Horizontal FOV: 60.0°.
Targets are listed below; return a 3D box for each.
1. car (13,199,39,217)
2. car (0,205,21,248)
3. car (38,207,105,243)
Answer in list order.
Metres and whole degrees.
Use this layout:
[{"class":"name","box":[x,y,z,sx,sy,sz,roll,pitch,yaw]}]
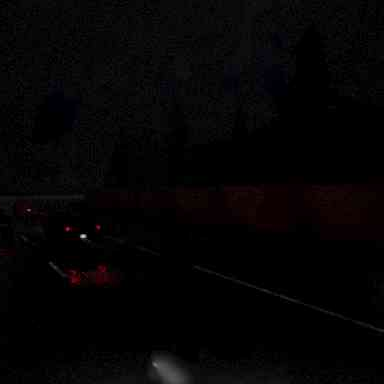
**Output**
[{"class":"car","box":[-15.162,1.413,30.380,1.882,1.535,5.008,0,0,-32]},{"class":"car","box":[-8.792,1.461,14.064,2.128,1.511,4.902,0,0,-33]},{"class":"car","box":[-5.827,1.567,15.928,1.895,1.301,4.718,0,0,-33]}]
